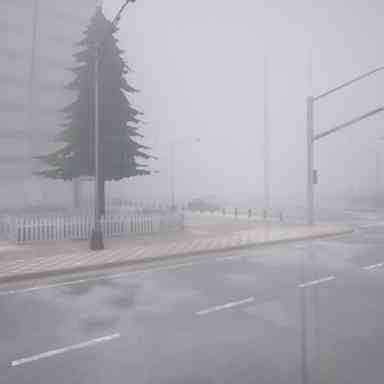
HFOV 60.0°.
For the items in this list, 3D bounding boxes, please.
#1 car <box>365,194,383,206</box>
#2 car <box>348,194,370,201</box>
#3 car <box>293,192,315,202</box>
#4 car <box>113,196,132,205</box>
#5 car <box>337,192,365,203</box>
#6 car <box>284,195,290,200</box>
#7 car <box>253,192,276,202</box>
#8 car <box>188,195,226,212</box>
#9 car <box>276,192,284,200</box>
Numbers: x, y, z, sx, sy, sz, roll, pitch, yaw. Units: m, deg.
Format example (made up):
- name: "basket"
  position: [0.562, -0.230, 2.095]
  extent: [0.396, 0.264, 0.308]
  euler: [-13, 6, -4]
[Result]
- name: "car"
  position: [26.681, 1.008, 45.100]
  extent: [1.932, 1.855, 4.605]
  euler: [0, 0, -36]
- name: "car"
  position: [37.184, 1.141, 74.059]
  extent: [1.784, 1.438, 3.905]
  euler: [0, 0, -36]
- name: "car"
  position: [21.102, 1.233, 62.519]
  extent: [1.970, 1.475, 3.806]
  euler: [0, 0, -36]
- name: "car"
  position: [-11.941, 1.455, 56.676]
  extent: [1.812, 1.442, 4.674]
  euler: [0, 0, -35]
- name: "car"
  position: [34.790, 0.939, 72.425]
  extent: [1.932, 1.855, 4.605]
  euler: [0, 0, -36]
- name: "car"
  position: [21.511, 0.956, 81.443]
  extent: [1.932, 1.855, 4.605]
  euler: [0, 0, -36]
- name: "car"
  position: [17.004, 1.215, 78.157]
  extent: [1.970, 1.475, 3.806]
  euler: [0, 0, -36]
- name: "car"
  position: [1.336, 1.455, 38.137]
  extent: [1.812, 1.442, 4.674]
  euler: [0, 0, -36]
- name: "car"
  position: [19.359, 1.175, 79.841]
  extent: [1.784, 1.438, 3.905]
  euler: [0, 0, -36]
